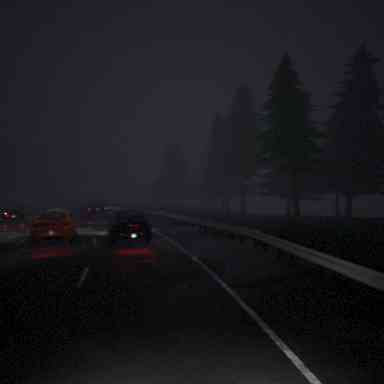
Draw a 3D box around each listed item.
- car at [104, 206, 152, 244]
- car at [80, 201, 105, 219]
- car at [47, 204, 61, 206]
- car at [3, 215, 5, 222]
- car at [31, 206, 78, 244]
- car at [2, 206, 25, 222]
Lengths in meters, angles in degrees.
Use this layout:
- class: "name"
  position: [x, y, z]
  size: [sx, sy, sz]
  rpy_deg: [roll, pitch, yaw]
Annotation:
- class: "car"
  position: [-3.226, 1.635, 16.713]
  size: [1.837, 1.490, 4.892]
  rpy_deg: [-1, 0, -17]
- class: "car"
  position: [-9.841, 1.686, 33.165]
  size: [2.097, 1.767, 4.553]
  rpy_deg: [-1, 0, -28]
- class: "car"
  position: [-13.668, 1.949, 32.951]
  size: [1.812, 1.442, 4.674]
  rpy_deg: [-1, 0, -29]
- class: "car"
  position: [-9.659, 1.870, 13.933]
  size: [1.895, 1.301, 4.718]
  rpy_deg: [-1, 0, -15]
- class: "car"
  position: [-7.057, 1.697, 17.297]
  size: [1.882, 1.535, 5.008]
  rpy_deg: [-1, 0, -17]
- class: "car"
  position: [-16.939, 2.021, 31.642]
  size: [1.812, 1.442, 4.674]
  rpy_deg: [-1, 0, -29]
